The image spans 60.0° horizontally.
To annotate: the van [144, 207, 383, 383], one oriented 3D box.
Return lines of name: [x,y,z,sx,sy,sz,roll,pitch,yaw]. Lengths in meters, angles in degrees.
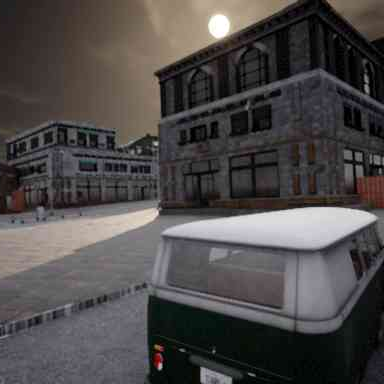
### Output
van: [1.454,1.245,4.428,1.878,1.987,4.442,0,0,36]
